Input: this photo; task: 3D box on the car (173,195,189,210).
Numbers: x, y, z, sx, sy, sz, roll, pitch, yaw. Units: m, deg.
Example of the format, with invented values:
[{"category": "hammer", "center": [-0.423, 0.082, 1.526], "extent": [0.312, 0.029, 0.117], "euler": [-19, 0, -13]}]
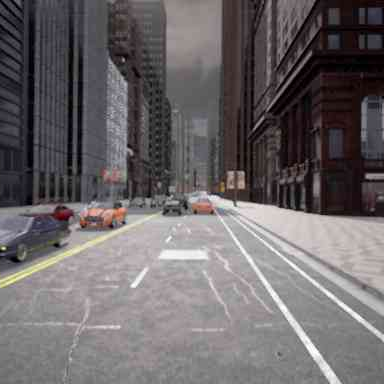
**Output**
[{"category": "car", "center": [-1.622, 1.403, 46.857], "extent": [2.150, 2.045, 5.566], "euler": [0, 0, 3]}]

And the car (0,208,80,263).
[{"category": "car", "center": [-6.235, 1.538, 12.260], "extent": [2.033, 1.411, 5.357], "euler": [0, 0, 2]}]

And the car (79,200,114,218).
[{"category": "car", "center": [-8.808, 1.567, 31.111], "extent": [1.812, 1.442, 4.674], "euler": [0, 0, 2]}]

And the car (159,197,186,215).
[{"category": "car", "center": [-2.001, 1.625, 35.528], "extent": [1.837, 1.490, 4.892], "euler": [0, 0, 2]}]

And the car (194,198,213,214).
[{"category": "car", "center": [1.331, 1.511, 37.929], "extent": [2.097, 1.767, 4.553], "euler": [0, 0, 2]}]

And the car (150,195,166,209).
[{"category": "car", "center": [-4.872, 1.477, 49.794], "extent": [2.150, 2.045, 5.566], "euler": [0, 0, 2]}]

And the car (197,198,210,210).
[{"category": "car", "center": [1.695, 1.724, 48.792], "extent": [1.837, 1.490, 4.892], "euler": [0, 0, 2]}]

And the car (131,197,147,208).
[{"category": "car", "center": [-8.119, 1.557, 49.963], "extent": [2.097, 1.767, 4.553], "euler": [0, 0, 2]}]

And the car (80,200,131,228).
[{"category": "car", "center": [-5.864, 1.383, 22.428], "extent": [2.097, 1.767, 4.553], "euler": [0, 0, 3]}]

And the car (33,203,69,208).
[{"category": "car", "center": [-9.177, 1.476, 21.215], "extent": [1.882, 1.535, 5.008], "euler": [0, 0, 2]}]
